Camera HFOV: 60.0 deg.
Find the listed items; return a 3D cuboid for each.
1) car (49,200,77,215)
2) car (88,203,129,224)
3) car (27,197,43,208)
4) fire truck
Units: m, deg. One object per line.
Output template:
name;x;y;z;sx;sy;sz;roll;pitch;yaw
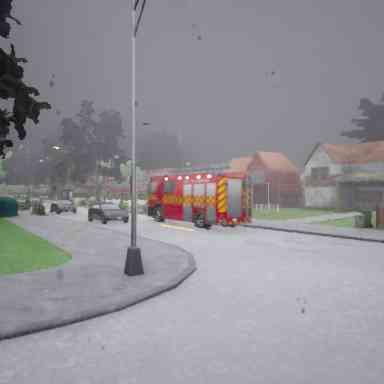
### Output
car;-13.527;1.526;34.864;1.812;1.442;4.674;0;0;-36
car;-6.344;1.526;24.792;1.812;1.442;4.674;0;0;-36
car;-22.810;1.526;48.025;1.812;1.442;4.674;0;0;-35
fire truck;0.149;0.342;22.731;2.891;3.827;8.468;0;0;-35
